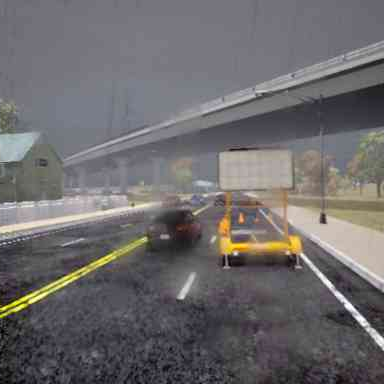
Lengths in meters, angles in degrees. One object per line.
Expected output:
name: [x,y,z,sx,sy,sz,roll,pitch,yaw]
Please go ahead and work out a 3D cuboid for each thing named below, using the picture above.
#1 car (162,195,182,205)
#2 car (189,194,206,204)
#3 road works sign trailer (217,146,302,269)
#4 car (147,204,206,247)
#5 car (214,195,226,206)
car: [-2.793,1.240,46.261,2.097,1.767,4.553,-2,0,9]
car: [0.826,1.131,48.568,2.097,1.767,4.553,-2,0,9]
road works sign trailer: [2.065,0.359,10.783,2.380,3.560,2.880,-2,0,5]
car: [-0.666,1.480,14.574,1.812,1.442,4.674,-2,0,8]
car: [4.282,1.186,48.644,1.837,1.490,4.892,-2,0,8]
